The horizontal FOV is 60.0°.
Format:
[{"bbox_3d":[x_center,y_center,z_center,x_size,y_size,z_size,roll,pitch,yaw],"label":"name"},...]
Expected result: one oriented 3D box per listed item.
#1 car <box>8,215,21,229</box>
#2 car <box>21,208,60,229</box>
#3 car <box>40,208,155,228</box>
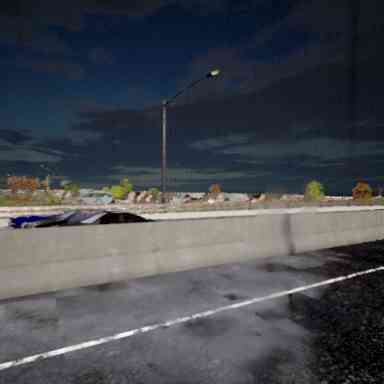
[{"bbox_3d":[-8.171,1.617,19.642,4.718,1.301,1.895,0,0,-35],"label":"car"},{"bbox_3d":[-5.570,1.568,17.196,5.357,1.411,2.033,0,0,-35],"label":"car"},{"bbox_3d":[-3.701,1.547,14.227,4.674,1.442,1.812,0,0,-35],"label":"car"}]
